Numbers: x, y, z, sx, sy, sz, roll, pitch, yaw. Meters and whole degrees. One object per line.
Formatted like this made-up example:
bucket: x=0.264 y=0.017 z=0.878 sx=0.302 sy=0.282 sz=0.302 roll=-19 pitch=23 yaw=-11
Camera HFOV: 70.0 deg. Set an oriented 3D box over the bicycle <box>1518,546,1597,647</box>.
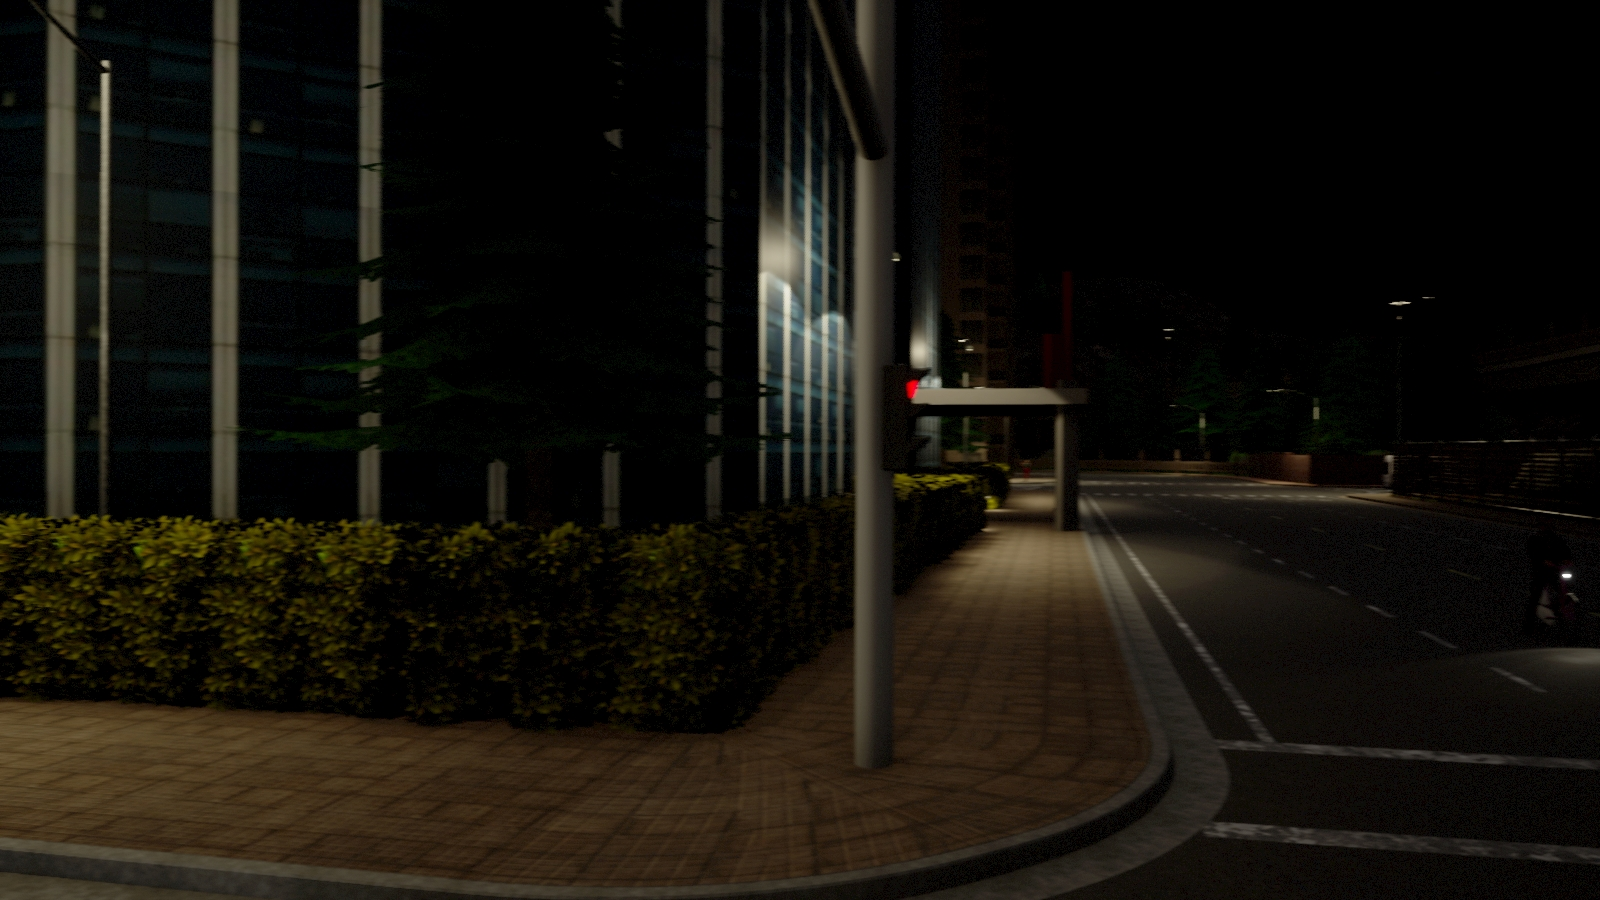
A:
bicycle: x=11.190 y=2.127 z=16.927 sx=0.329 sy=1.271 sz=1.835 roll=0 pitch=0 yaw=13
